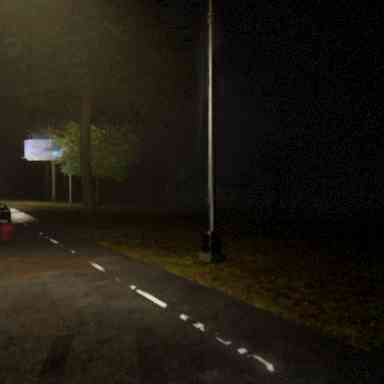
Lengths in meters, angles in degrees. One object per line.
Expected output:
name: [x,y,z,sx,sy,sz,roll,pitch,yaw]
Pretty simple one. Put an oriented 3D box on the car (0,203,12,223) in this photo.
car: [-15.087,1.558,25.595,2.128,1.511,4.902,0,0,-33]
